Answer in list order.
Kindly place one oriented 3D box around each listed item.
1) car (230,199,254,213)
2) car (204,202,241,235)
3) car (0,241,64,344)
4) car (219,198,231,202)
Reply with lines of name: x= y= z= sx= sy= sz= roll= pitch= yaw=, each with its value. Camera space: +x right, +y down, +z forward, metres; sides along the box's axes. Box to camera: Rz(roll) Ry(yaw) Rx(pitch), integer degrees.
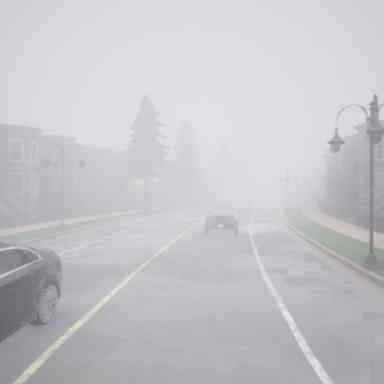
car: x=5.881 y=1.621 z=37.628 sx=1.895 sy=1.301 sz=4.718 roll=0 pitch=0 yaw=16
car: x=1.754 y=1.531 z=19.016 sx=1.812 sy=1.442 sz=4.674 roll=0 pitch=0 yaw=8
car: x=-3.385 y=1.477 z=4.274 sx=2.128 sy=1.511 sz=4.902 roll=0 pitch=0 yaw=3
car: x=4.785 y=1.563 z=46.142 sx=2.033 sy=1.411 sz=5.357 roll=0 pitch=0 yaw=20
